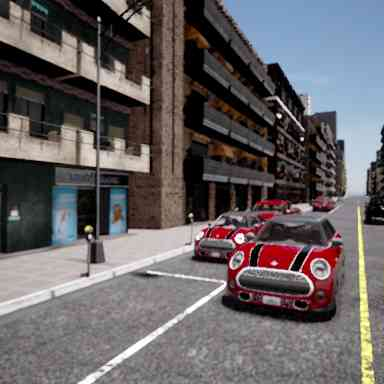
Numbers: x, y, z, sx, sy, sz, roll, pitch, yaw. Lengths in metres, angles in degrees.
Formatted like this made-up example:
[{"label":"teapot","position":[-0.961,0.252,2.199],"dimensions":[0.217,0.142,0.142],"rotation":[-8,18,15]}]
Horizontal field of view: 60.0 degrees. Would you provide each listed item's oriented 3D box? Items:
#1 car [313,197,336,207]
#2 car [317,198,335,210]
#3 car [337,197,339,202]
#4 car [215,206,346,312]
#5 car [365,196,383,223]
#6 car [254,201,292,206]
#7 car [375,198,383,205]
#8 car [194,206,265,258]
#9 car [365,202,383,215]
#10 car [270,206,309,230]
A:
[{"label":"car","position":[16.746,1.536,42.687],"dimensions":[2.192,1.841,5.009],"rotation":[0,0,27]},{"label":"car","position":[19.261,1.689,47.730],"dimensions":[1.967,1.590,4.097],"rotation":[0,0,27]},{"label":"car","position":[21.777,1.821,52.774],"dimensions":[1.887,1.381,4.507],"rotation":[0,0,27]},{"label":"car","position":[2.477,1.392,8.033],"dimensions":[2.097,1.767,4.553],"rotation":[0,0,27]},{"label":"car","position":[15.016,1.367,26.281],"dimensions":[2.150,2.045,5.566],"rotation":[0,-1,27]},{"label":"car","position":[4.165,1.397,17.470],"dimensions":[2.192,1.841,5.009],"rotation":[0,0,27]},{"label":"car","position":[39.339,1.947,69.201],"dimensions":[2.008,1.369,4.403],"rotation":[0,0,27]},{"label":"car","position":[1.648,1.494,12.426],"dimensions":[1.967,1.590,4.097],"rotation":[0,0,27]},{"label":"car","position":[20.549,1.816,37.383],"dimensions":[1.895,1.301,4.718],"rotation":[0,0,27]},{"label":"car","position":[6.679,1.692,22.513],"dimensions":[1.802,1.307,4.206],"rotation":[0,0,27]}]
